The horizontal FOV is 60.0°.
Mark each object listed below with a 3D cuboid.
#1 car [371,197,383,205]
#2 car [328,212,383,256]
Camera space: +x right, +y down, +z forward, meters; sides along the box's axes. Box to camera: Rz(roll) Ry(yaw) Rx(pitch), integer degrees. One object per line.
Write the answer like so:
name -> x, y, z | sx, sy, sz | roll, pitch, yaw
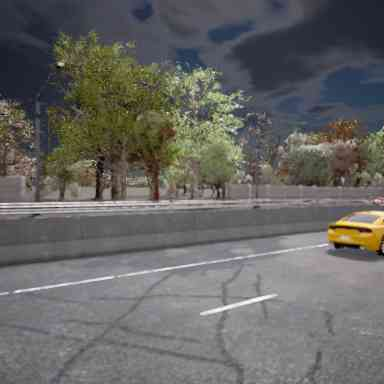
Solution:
car -> 32.884, 1.630, 57.450 | 4.553, 1.767, 2.097 | 0, 0, -35
car -> 7.592, 1.533, 13.518 | 5.008, 1.535, 1.882 | 0, 0, -35
